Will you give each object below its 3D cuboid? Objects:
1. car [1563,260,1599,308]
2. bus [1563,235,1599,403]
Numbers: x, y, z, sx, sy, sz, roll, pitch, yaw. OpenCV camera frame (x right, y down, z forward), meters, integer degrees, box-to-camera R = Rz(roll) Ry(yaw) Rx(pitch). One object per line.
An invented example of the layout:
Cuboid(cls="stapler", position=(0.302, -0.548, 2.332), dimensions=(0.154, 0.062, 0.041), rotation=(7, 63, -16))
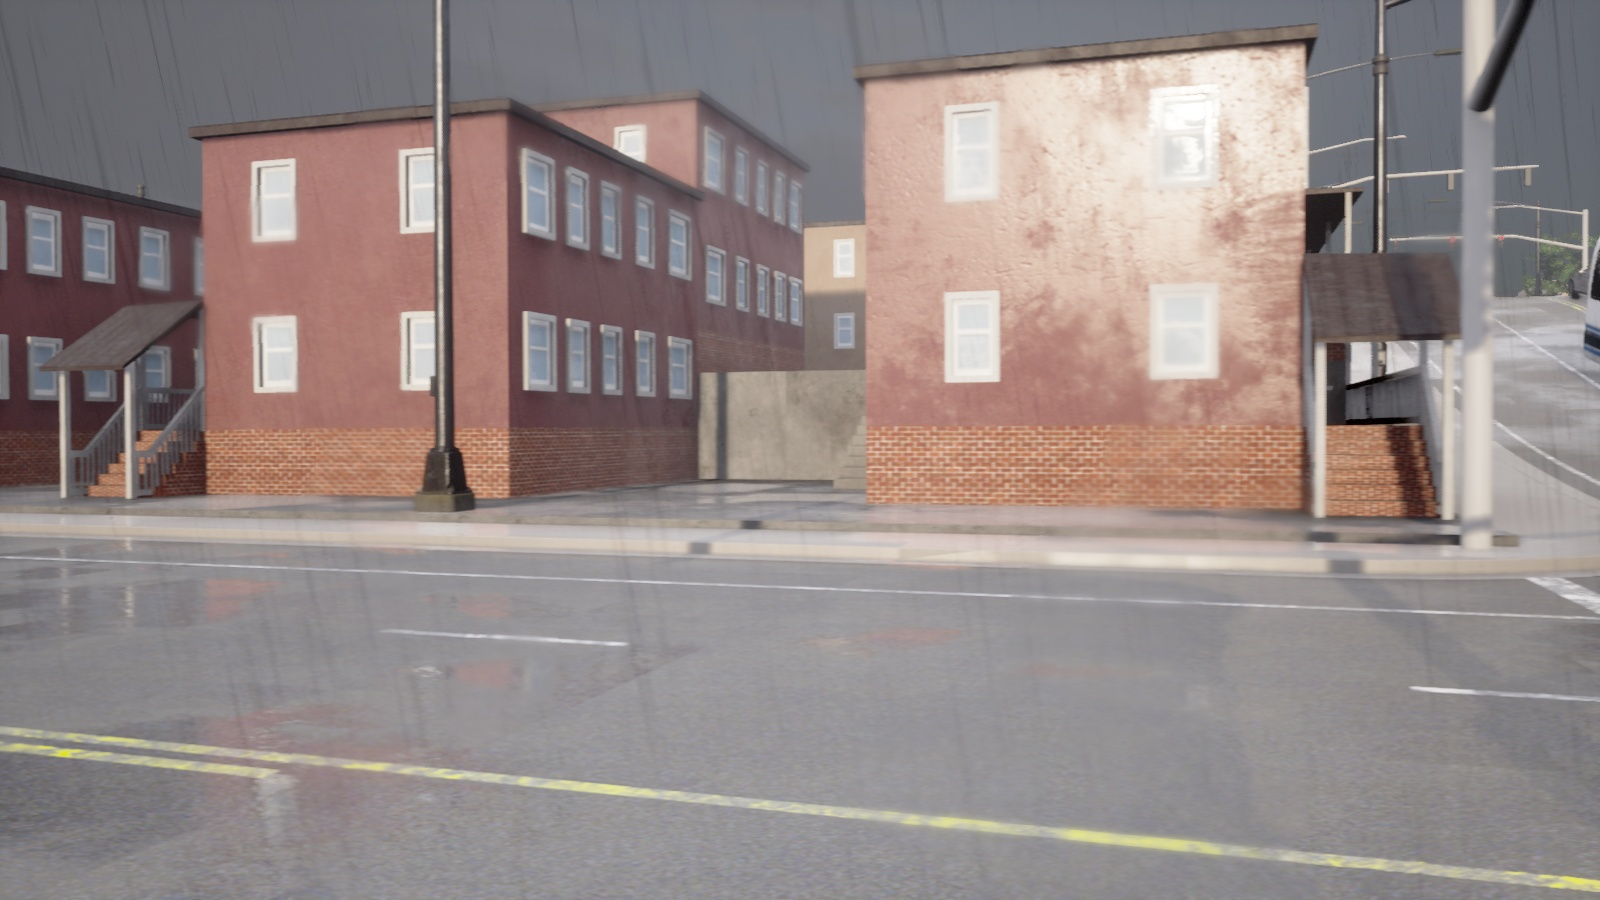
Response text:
Cuboid(cls="car", position=(33.132, -6.835, 51.407), dimensions=(2.152, 1.651, 5.027), rotation=(1, 10, 18))
Cuboid(cls="bus", position=(22.725, -3.070, 31.325), dimensions=(3.944, 4.253, 10.273), rotation=(1, 12, 18))
